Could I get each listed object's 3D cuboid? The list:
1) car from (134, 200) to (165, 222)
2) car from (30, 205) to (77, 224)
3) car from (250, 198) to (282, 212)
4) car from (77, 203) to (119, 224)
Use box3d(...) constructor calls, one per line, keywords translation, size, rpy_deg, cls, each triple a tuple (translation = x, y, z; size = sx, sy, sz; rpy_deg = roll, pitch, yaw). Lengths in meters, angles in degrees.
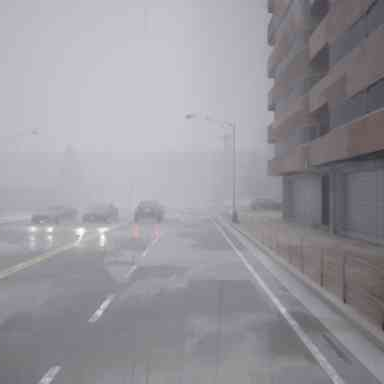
box3d(translation=(-3.402, 1.455, 27.314), size=(2.097, 1.767, 4.553), rpy_deg=(0, 0, 0), cls="car")
box3d(translation=(-10.501, 1.697, 25.907), size=(2.033, 1.411, 5.357), rpy_deg=(0, 0, 0), cls="car")
box3d(translation=(9.318, 1.448, 40.022), size=(4.553, 1.767, 2.097), rpy_deg=(0, 0, -2), cls="car")
box3d(translation=(-7.001, 1.613, 25.907), size=(1.882, 1.535, 5.008), rpy_deg=(0, 0, 0), cls="car")
